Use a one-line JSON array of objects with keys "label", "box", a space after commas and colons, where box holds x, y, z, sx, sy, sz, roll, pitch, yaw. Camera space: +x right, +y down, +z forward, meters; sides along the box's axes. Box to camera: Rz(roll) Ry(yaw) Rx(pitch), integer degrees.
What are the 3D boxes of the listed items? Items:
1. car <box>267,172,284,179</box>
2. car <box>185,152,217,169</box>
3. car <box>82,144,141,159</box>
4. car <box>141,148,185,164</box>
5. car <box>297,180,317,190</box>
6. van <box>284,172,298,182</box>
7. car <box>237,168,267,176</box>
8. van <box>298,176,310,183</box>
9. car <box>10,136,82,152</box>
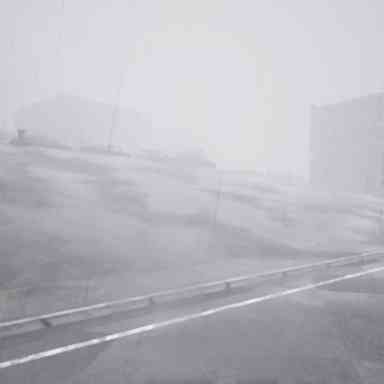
[{"label": "car", "box": [11.441, -2.176, 49.653, 2.002, 1.452, 4.674, 1, -2, 40]}, {"label": "car", "box": [0.472, -3.211, 37.249, 2.435, 2.045, 5.566, 1, -2, 44]}, {"label": "car", "box": [-7.422, -3.355, 29.237, 4.892, 1.521, 2.231, 2, -1, -44]}, {"label": "car", "box": [-3.430, -3.294, 33.216, 4.553, 1.767, 2.185, 3, -1, -45]}, {"label": "car", "box": [21.744, -1.256, 62.721, 2.163, 1.488, 4.792, 1, -3, 37]}, {"label": "van", "box": [15.058, -2.144, 54.029, 1.878, 1.987, 4.442, 1, -2, 40]}, {"label": "car", "box": [7.852, -2.446, 45.437, 2.002, 1.452, 4.674, 1, -2, 41]}, {"label": "van", "box": [18.470, -1.832, 58.381, 1.878, 1.987, 4.442, 1, -3, 38]}, {"label": "car", "box": [-11.346, -3.479, 25.498, 4.674, 1.452, 2.002, 2, -1, -42]}]
